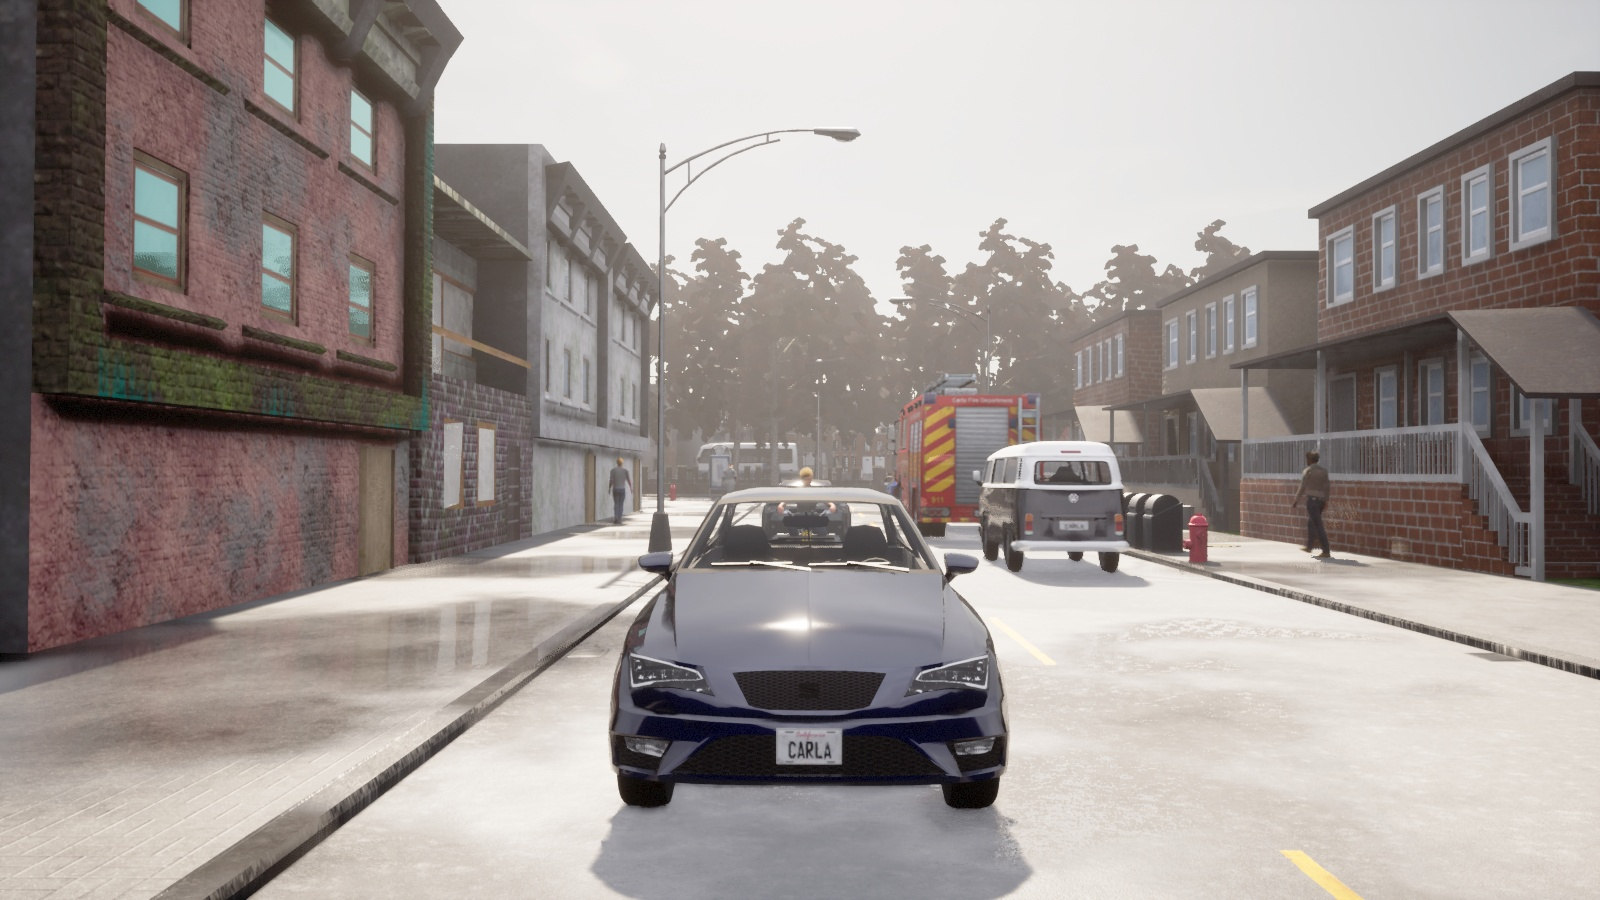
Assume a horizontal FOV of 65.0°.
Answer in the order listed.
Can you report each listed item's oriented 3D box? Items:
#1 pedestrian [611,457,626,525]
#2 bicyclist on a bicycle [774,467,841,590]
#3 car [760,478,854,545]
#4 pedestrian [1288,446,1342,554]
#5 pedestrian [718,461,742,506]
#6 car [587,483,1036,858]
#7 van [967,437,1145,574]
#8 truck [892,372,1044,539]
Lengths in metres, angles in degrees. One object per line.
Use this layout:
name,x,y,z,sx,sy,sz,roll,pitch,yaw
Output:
pedestrian,-4.931,1.117,34.218,0.354,1.836,0.706,0,-1,-4
bicyclist on a bicycle,0.100,1.040,17.237,0.866,1.612,1.509,0,-1,0
car,0.156,1.361,28.853,1.994,1.385,4.181,0,-1,0
pedestrian,8.783,0.848,21.437,0.328,1.805,0.869,0,-1,-21
pedestrian,-3.107,1.467,55.558,0.659,1.952,0.873,-1,-1,32
car,0.052,0.949,7.201,1.816,1.474,4.193,0,-1,0
van,4.117,0.873,20.988,2.069,2.038,4.480,0,-1,0
truck,4.172,0.188,33.141,2.891,3.827,8.468,0,-1,0
